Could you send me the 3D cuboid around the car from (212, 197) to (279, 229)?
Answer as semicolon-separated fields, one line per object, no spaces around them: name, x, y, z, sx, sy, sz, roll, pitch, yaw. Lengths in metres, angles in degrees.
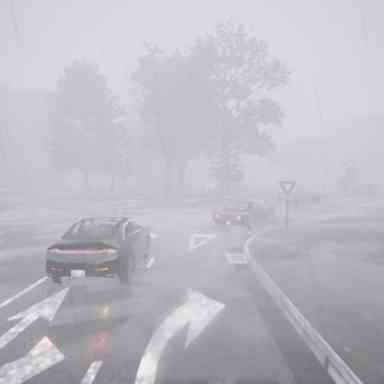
car;3.066;1.169;18.781;1.895;1.301;4.718;3;5;33

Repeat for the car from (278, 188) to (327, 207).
car;9.325;0.394;27.995;4.902;1.511;2.128;-3;5;-34

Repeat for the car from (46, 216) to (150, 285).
car;-2.350;1.431;9.400;2.128;1.511;4.902;0;1;1
